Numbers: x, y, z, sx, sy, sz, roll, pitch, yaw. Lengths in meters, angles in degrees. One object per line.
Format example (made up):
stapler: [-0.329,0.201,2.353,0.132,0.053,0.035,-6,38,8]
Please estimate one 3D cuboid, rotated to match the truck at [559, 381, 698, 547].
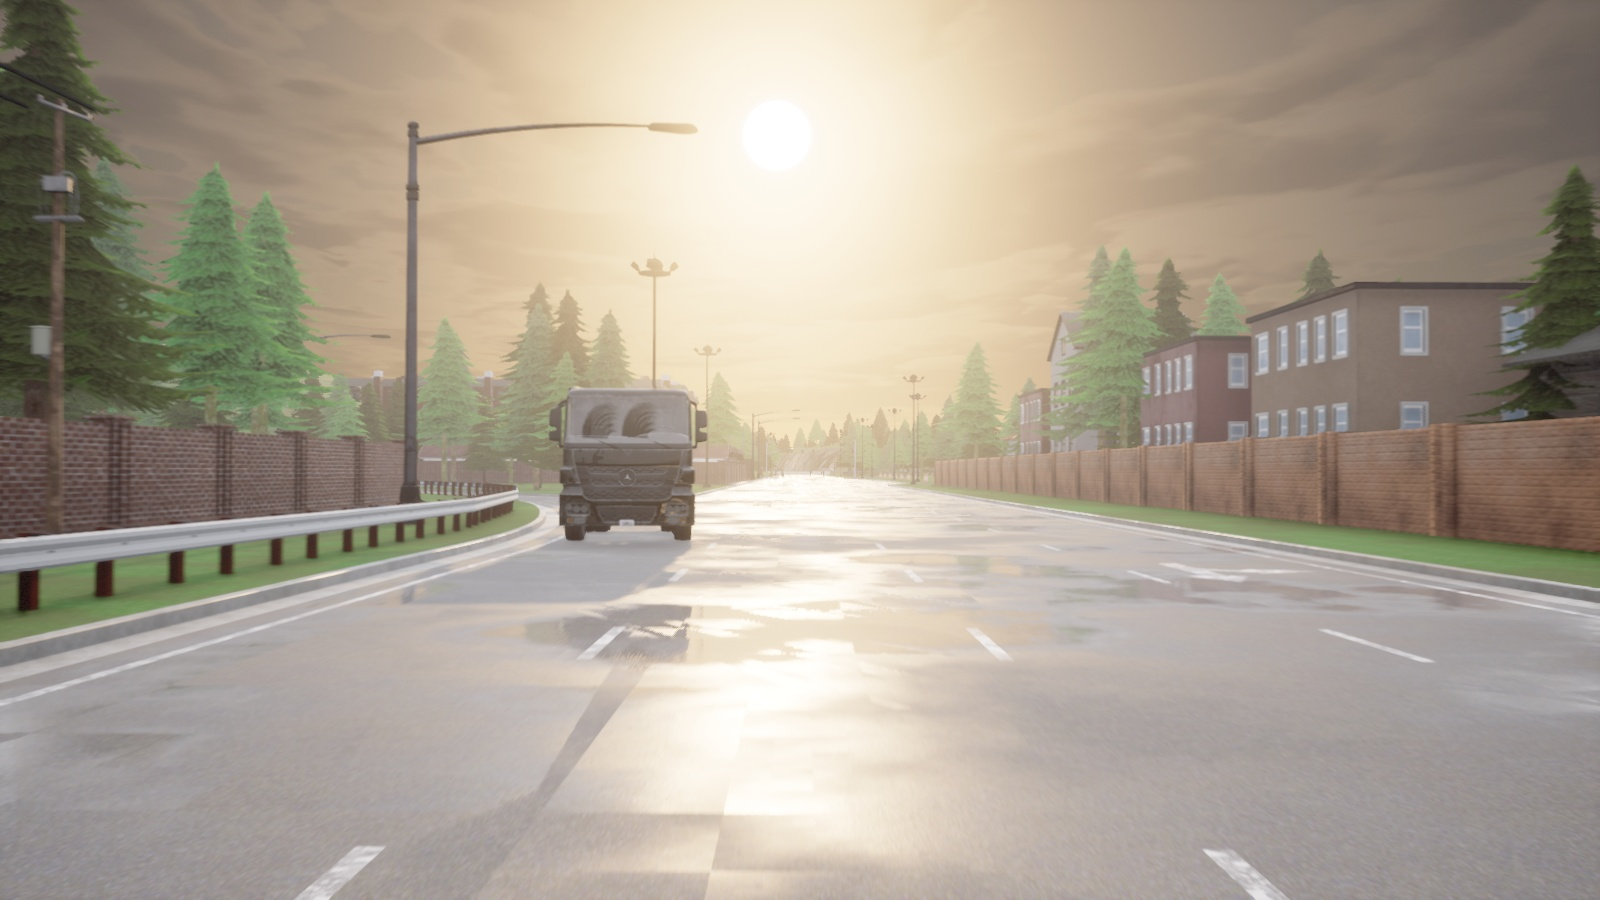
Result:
truck: [-4.012,0.356,30.422,2.891,3.462,7.936,0,-1,-6]
